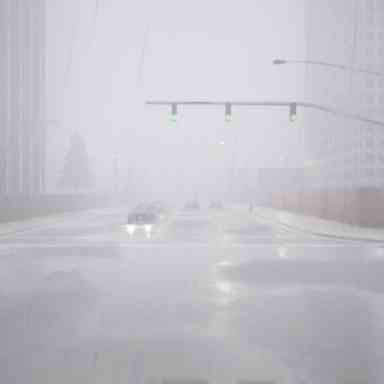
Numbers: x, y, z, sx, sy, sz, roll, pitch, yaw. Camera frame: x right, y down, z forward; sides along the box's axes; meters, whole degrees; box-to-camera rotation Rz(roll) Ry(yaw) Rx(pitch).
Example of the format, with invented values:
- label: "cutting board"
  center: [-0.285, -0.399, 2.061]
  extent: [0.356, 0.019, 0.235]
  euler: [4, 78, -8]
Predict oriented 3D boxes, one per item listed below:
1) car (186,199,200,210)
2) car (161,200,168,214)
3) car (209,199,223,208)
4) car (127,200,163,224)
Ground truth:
- label: "car"
  center: [0.097, 1.652, 44.926]
  extent: [1.895, 1.301, 4.718]
  euler: [0, 0, 0]
- label: "car"
  center: [-3.599, 1.588, 35.522]
  extent: [2.033, 1.411, 5.357]
  euler: [0, 0, -1]
- label: "car"
  center: [3.496, 1.657, 49.451]
  extent: [1.895, 1.301, 4.718]
  euler: [0, 0, 0]
- label: "car"
  center: [-3.601, 1.593, 25.222]
  extent: [1.994, 1.385, 4.181]
  euler: [0, 0, 0]
